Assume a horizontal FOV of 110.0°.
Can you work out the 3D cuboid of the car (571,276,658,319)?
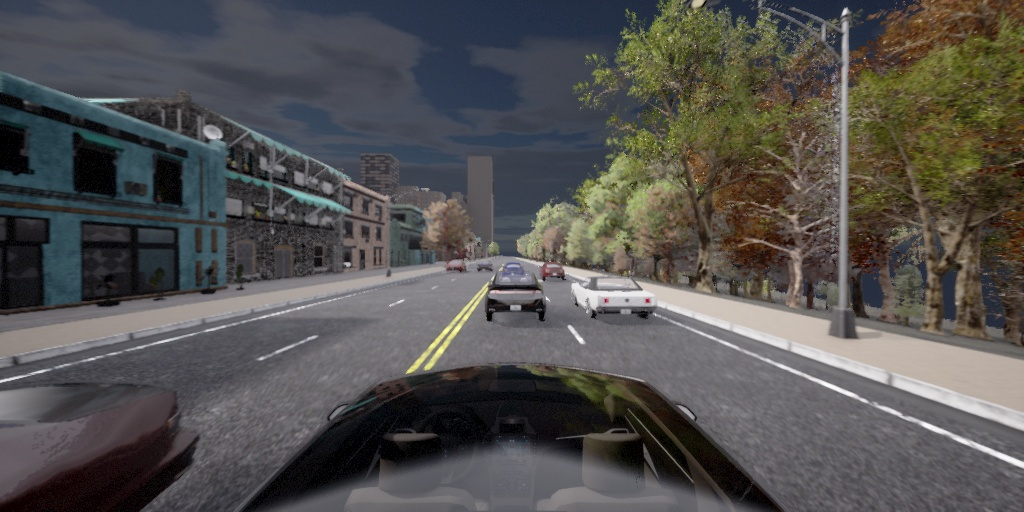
[{"bbox_3d":[3.354,1.345,12.773,1.895,1.301,4.718,0,0,0],"label":"car"}]

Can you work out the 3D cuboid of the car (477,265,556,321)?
[{"bbox_3d":[0.105,1.236,12.474,2.128,1.511,4.902,0,0,0],"label":"car"}]

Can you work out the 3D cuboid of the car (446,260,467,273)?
[{"bbox_3d":[-6.573,1.205,42.523,1.882,1.535,5.008,0,0,0],"label":"car"}]

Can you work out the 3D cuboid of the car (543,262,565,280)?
[{"bbox_3d":[3.360,1.259,30.429,1.812,1.442,4.674,0,0,0],"label":"car"}]

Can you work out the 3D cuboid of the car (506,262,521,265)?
[{"bbox_3d":[0.111,1.260,30.440,1.812,1.442,4.674,0,0,0],"label":"car"}]

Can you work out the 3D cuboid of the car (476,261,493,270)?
[{"bbox_3d":[-3.318,1.274,44.752,2.033,1.411,5.357,0,0,0],"label":"car"}]

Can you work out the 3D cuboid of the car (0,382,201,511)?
[{"bbox_3d":[-3.350,1.298,0.359,2.033,1.411,5.357,0,0,0],"label":"car"}]
